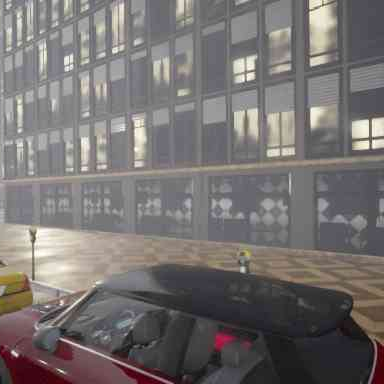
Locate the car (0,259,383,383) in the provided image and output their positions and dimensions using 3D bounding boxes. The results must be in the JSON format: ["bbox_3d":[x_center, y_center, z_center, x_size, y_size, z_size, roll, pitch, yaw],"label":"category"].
[{"bbox_3d":[-0.350,1.441,3.143,4.097,1.590,1.967,0,-1,35],"label":"car"}]
